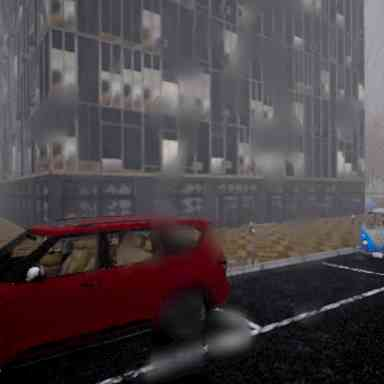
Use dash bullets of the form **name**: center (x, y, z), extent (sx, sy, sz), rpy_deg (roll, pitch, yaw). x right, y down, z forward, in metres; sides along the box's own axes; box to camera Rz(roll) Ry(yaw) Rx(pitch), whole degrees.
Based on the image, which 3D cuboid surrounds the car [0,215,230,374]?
- **car**: center (-1.680, 1.322, 4.915), extent (5.009, 1.841, 2.192), rpy_deg (0, -1, -35)

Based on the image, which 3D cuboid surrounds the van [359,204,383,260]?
- **van**: center (7.353, 1.403, 11.358), extent (3.998, 1.788, 1.690), rpy_deg (0, -1, -35)

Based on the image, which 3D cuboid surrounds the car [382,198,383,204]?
- **car**: center (32.090, 1.609, 53.997), extent (2.192, 1.841, 5.009), rpy_deg (-1, 0, -36)

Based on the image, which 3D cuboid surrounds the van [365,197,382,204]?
- **van**: center (25.349, 1.697, 49.372), extent (1.690, 1.788, 3.998), rpy_deg (-1, 0, -36)
